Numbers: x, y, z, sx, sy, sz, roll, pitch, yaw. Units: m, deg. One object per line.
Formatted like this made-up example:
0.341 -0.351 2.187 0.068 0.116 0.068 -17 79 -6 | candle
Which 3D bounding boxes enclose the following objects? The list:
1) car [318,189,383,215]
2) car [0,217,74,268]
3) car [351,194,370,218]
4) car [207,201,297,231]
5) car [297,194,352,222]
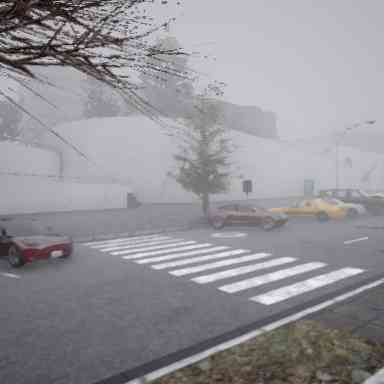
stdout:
12.740 0.762 26.558 5.566 2.045 2.435 -2 -1 33 | car
-6.369 1.670 12.027 4.792 1.488 2.163 -2 -1 33 | car
10.329 1.137 24.755 4.674 1.452 2.002 -2 -1 33 | car
3.187 1.364 19.289 4.792 1.488 2.163 -2 -1 33 | car
7.781 1.183 23.029 5.366 1.575 1.946 -2 0 33 | car
